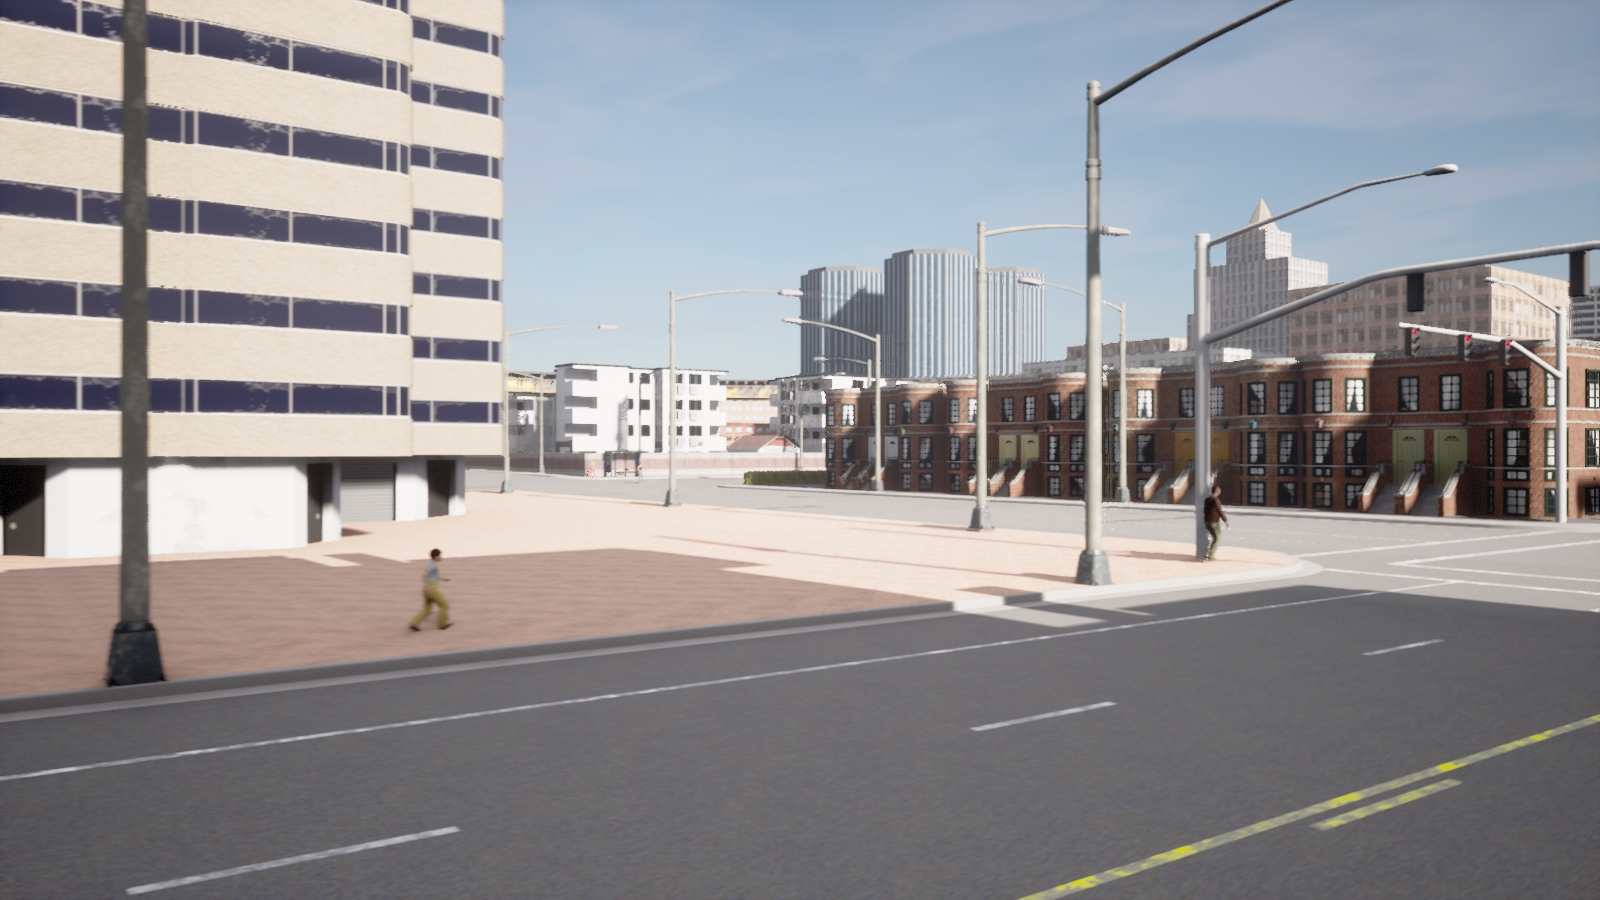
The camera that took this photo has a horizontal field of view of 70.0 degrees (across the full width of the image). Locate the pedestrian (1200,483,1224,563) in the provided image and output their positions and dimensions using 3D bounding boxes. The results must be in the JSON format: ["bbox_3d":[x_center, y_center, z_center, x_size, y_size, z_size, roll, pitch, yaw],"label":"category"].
[{"bbox_3d":[9.640,1.697,26.731,0.375,1.860,0.375,0,0,-16],"label":"pedestrian"}]

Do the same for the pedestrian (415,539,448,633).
[{"bbox_3d":[-5.384,1.976,16.687,0.375,1.300,0.375,0,0,-33],"label":"pedestrian"}]
